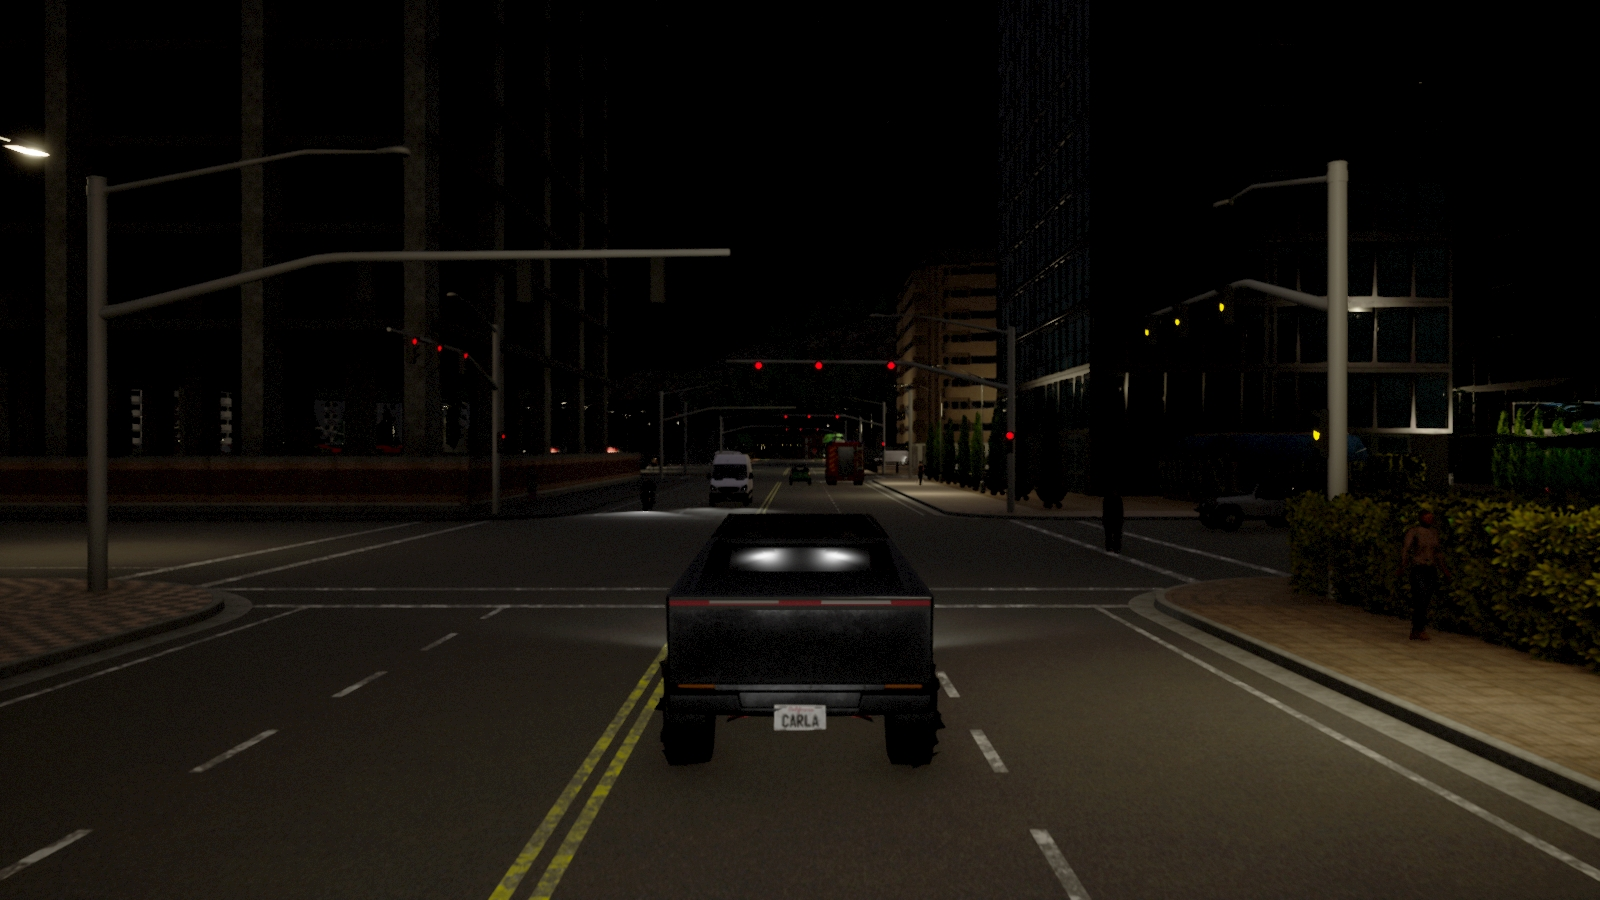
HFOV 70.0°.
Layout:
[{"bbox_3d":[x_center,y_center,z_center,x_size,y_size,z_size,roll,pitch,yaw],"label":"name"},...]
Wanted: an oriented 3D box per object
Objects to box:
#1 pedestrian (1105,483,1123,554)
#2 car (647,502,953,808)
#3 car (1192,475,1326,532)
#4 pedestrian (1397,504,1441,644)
[{"bbox_3d":[8.361,1.827,30.444,0.375,1.860,0.375,0,0,0],"label":"pedestrian"},{"bbox_3d":[0.001,1.744,12.059,2.390,2.098,6.274,0,0,0],"label":"car"},{"bbox_3d":[15.886,1.830,39.664,3.866,1.878,1.905,0,0,0],"label":"car"},{"bbox_3d":[8.475,1.685,15.643,0.375,1.860,0.375,0,0,-7],"label":"pedestrian"}]
